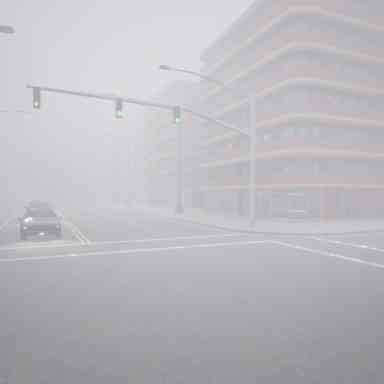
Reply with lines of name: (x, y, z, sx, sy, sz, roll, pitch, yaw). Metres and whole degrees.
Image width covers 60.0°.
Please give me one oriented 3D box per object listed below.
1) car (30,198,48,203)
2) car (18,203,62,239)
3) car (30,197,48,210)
car: (-12.278, 1.505, 26.714, 1.837, 1.490, 4.892, 0, 0, -25)
car: (-8.093, 1.547, 17.769, 2.033, 1.411, 5.357, 0, 0, -25)
car: (-20.819, 1.491, 45.251, 2.128, 1.511, 4.902, 0, 0, -24)
